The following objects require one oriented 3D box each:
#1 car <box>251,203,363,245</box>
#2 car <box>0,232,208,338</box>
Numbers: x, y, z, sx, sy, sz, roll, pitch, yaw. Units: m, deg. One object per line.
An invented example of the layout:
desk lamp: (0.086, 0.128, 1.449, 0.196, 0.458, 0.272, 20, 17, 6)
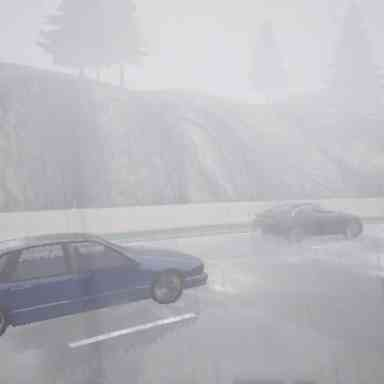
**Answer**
car: (4.832, 1.204, 13.824, 4.902, 1.511, 2.128, -1, 1, -22)
car: (-2.337, 1.499, 6.222, 5.357, 1.411, 2.033, -2, 1, -32)
